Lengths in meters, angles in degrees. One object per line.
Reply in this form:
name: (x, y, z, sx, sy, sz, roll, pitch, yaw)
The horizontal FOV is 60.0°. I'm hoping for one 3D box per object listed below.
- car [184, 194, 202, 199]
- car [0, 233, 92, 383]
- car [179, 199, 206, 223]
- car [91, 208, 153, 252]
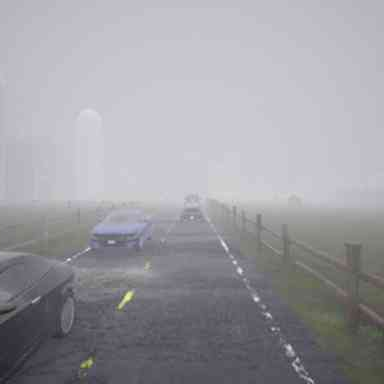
car: (0.082, 1.300, 43.884, 2.150, 2.045, 5.566, 0, -1, 0)
car: (-2.836, 1.532, 3.932, 1.812, 1.442, 4.674, 0, 0, 0)
car: (0.019, 1.552, 25.870, 1.837, 1.490, 4.892, 0, 0, 0)
car: (-2.835, 1.501, 14.249, 1.882, 1.535, 5.008, 0, 0, 0)
